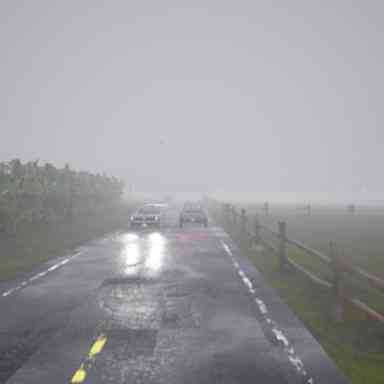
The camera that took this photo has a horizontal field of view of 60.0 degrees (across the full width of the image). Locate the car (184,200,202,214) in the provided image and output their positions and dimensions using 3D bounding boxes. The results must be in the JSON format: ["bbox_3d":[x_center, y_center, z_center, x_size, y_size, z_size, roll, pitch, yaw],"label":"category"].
[{"bbox_3d":[0.097,1.625,37.560,1.895,1.301,4.718,0,0,0],"label":"car"}]

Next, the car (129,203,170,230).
[{"bbox_3d":[-2.768,1.615,21.590,1.895,1.301,4.718,0,0,1],"label":"car"}]

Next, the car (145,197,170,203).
[{"bbox_3d":[-2.729,1.156,26.602,1.812,1.442,4.674,0,0,0],"label":"car"}]

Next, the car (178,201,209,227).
[{"bbox_3d":[0.087,1.508,22.647,2.128,1.511,4.902,0,0,0],"label":"car"}]
